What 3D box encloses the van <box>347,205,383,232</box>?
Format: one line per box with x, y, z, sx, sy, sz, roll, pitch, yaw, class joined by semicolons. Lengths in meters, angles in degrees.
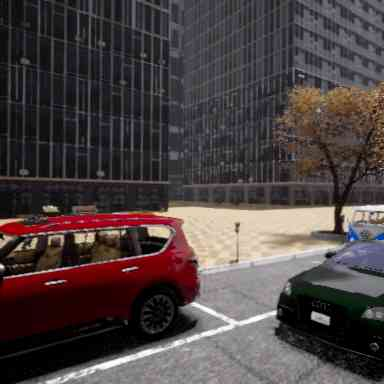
7.042;1.349;11.565;3.998;1.788;1.690;0;0;-35;van

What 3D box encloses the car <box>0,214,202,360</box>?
-2.155;1.315;5.012;5.009;1.841;2.192;0;0;-35;car

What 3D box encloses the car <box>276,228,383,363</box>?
3.413;1.569;5.755;4.181;1.385;1.994;0;0;-35;car
